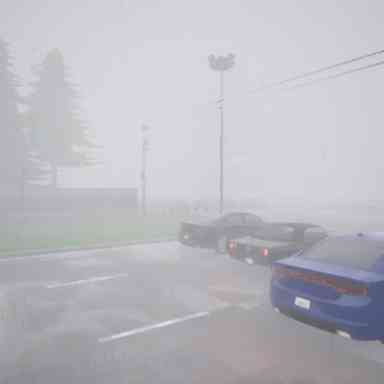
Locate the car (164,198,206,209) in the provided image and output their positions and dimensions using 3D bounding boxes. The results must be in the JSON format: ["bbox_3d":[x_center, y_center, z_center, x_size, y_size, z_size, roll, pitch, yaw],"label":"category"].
[{"bbox_3d":[-0.890,1.634,38.469,1.895,1.301,4.718,0,0,-36],"label":"car"}]

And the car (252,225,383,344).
[{"bbox_3d":[3.647,1.488,6.349,5.008,1.535,1.882,0,0,-35],"label":"car"}]

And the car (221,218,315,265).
[{"bbox_3d":[3.402,1.614,10.473,4.718,1.301,1.895,0,0,-35],"label":"car"}]

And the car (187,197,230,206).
[{"bbox_3d":[1.859,1.530,40.645,2.128,1.511,4.902,0,0,-36],"label":"car"}]

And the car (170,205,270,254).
[{"bbox_3d":[1.803,1.492,13.631,5.008,1.535,1.882,0,0,-35],"label":"car"}]

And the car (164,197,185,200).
[{"bbox_3d":[-3.348,1.603,47.843,1.994,1.385,4.181,0,0,-37],"label":"car"}]

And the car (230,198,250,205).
[{"bbox_3d":[4.721,1.549,42.665,1.837,1.490,4.892,0,0,-36],"label":"car"}]

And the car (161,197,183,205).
[{"bbox_3d":[-3.628,1.614,60.268,1.994,1.385,4.181,0,0,-36],"label":"car"}]

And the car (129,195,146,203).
[{"bbox_3d":[-11.767,1.467,71.582,1.812,1.442,4.674,0,0,-36],"label":"car"}]

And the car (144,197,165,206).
[{"bbox_3d":[-6.599,1.609,58.384,1.994,1.385,4.181,0,0,-36],"label":"car"}]

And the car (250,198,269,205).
[{"bbox_3d":[8.094,1.576,43.976,1.812,1.442,4.674,0,0,-36],"label":"car"}]

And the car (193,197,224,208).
[{"bbox_3d":[2.490,1.597,51.751,2.033,1.411,5.357,0,0,-36],"label":"car"}]

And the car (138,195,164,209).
[{"bbox_3d":[-6.271,1.539,45.918,1.837,1.490,4.892,0,0,-36],"label":"car"}]
